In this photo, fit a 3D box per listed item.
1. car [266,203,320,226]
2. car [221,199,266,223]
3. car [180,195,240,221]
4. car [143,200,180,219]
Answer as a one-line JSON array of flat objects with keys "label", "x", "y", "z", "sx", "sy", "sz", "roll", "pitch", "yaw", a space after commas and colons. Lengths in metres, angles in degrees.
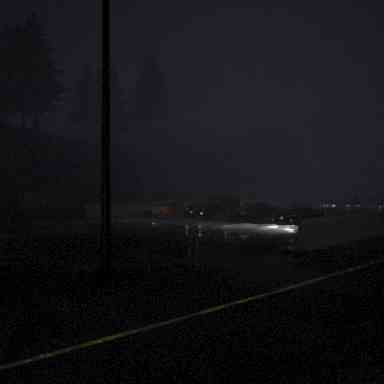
[{"label": "car", "x": 7.560, "y": 1.587, "z": 23.995, "sx": 4.181, "sy": 1.385, "sz": 1.994, "roll": 0, "pitch": 0, "yaw": -43}, {"label": "car", "x": 4.909, "y": 1.503, "z": 26.298, "sx": 5.008, "sy": 1.535, "sz": 1.882, "roll": 0, "pitch": 0, "yaw": -43}, {"label": "car", "x": 1.995, "y": 1.251, "z": 28.341, "sx": 5.566, "sy": 2.045, "sz": 2.150, "roll": 0, "pitch": 0, "yaw": -42}, {"label": "car", "x": -2.027, "y": 1.508, "z": 29.475, "sx": 5.008, "sy": 1.535, "sz": 1.882, "roll": 0, "pitch": 0, "yaw": -42}]
